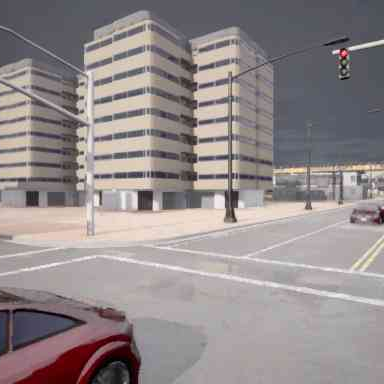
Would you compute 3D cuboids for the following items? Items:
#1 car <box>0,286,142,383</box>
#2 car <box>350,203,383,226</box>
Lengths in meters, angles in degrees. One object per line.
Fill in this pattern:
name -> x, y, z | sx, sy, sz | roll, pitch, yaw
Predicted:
car -> -2.356, 1.566, 2.562 | 1.994, 1.385, 4.181 | 0, 0, 35
car -> 12.538, 1.537, 23.615 | 1.812, 1.442, 4.674 | 0, 0, 35
